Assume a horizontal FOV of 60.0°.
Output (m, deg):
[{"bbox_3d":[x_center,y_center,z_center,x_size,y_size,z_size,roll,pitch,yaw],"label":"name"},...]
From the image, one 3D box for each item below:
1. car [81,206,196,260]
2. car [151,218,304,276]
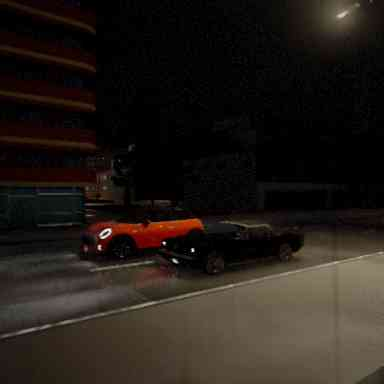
[{"bbox_3d":[-1.750,1.348,12.568,4.553,1.767,2.097,0,0,-36],"label":"car"},{"bbox_3d":[1.342,1.596,10.475,4.718,1.301,1.895,0,0,-35],"label":"car"}]
